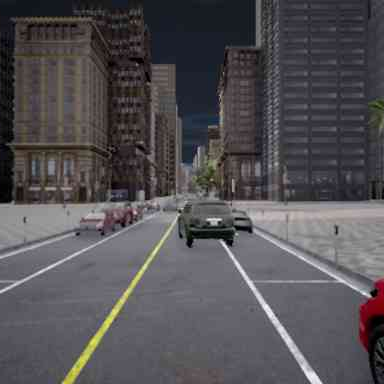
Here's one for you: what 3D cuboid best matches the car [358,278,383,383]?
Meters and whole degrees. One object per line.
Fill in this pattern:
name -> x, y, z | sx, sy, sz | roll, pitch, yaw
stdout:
car -> 3.106, 1.245, 1.714 | 2.150, 2.045, 5.566 | 0, -1, 0

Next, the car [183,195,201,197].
car -> 0.079, 1.840, 52.161 | 2.150, 2.045, 5.566 | 0, -1, 0

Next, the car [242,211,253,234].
car -> 2.761, 1.844, 21.317 | 1.947, 1.339, 4.313 | 0, -1, 0

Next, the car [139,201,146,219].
car -> -5.764, 1.835, 30.959 | 1.967, 1.590, 4.097 | 0, -1, 0

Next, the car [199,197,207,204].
car -> 3.015, 2.266, 93.602 | 2.192, 1.841, 5.009 | 0, 0, 0

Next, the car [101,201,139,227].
car -> -5.764, 1.648, 25.660 | 2.192, 1.841, 5.009 | 0, -1, 0

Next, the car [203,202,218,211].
car -> 2.760, 2.167, 50.281 | 1.947, 1.339, 4.313 | 0, -1, 0

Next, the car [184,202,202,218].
car -> 0.090, 1.942, 37.089 | 1.882, 1.535, 5.008 | 0, -1, 0

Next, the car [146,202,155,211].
car -> -7.503, 1.930, 44.363 | 4.403, 1.369, 2.008 | -1, 0, -9

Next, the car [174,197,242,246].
car -> 0.565, 1.441, 16.636 | 2.150, 2.045, 5.566 | 0, -1, -8

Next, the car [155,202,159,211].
car -> -5.766, 2.182, 50.286 | 1.802, 1.307, 4.206 | 0, -1, 0

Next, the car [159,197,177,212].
car -> -3.078, 1.927, 47.785 | 2.097, 1.767, 4.553 | 0, -1, 0

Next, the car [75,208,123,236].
car -> -5.764, 1.848, 20.356 | 1.802, 1.307, 4.206 | 0, -1, 0

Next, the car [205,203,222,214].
car -> 2.761, 2.093, 42.916 | 1.947, 1.339, 4.313 | 0, -1, 0

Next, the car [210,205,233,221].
car -> 2.761, 1.991, 32.115 | 1.802, 1.307, 4.206 | 0, -1, 0
